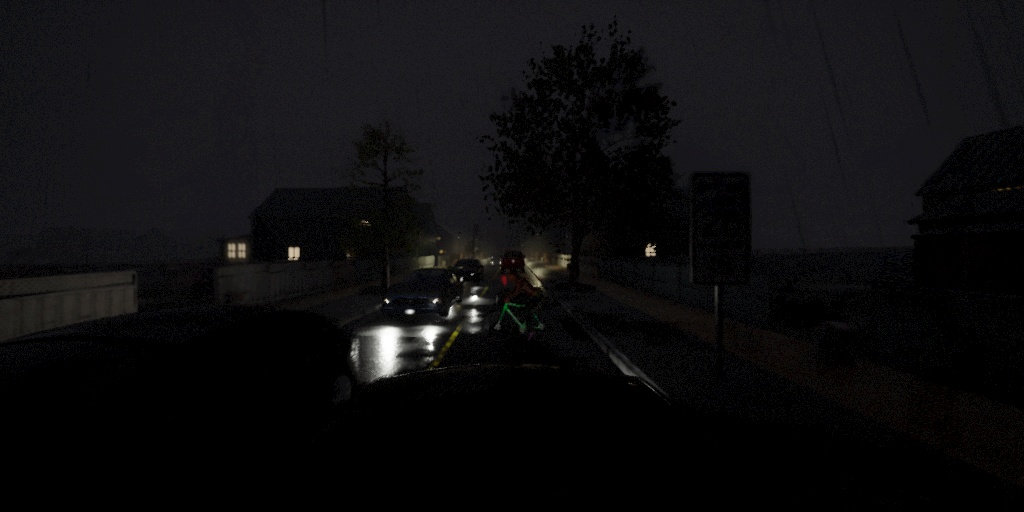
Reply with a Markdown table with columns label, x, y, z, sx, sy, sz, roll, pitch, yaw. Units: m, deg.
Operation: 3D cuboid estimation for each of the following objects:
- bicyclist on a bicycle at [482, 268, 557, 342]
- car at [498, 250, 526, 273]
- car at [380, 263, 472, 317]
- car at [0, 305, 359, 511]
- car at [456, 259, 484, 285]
| label | x | y | z | sx | sy | sz | roll | pitch | yaw |
| --- | --- | --- | --- | --- | --- | --- | --- | --- | --- |
| bicyclist on a bicycle | 0.166 | 1.091 | 7.850 | 1.656 | 1.620 | 0.582 | 0 | 1 | -1 |
| car | 0.093 | 0.499 | 33.553 | 2.150 | 2.045 | 5.566 | 0 | 0 | 0 |
| car | -2.846 | 1.139 | 12.694 | 2.033 | 1.411 | 5.357 | 0 | 1 | 0 |
| car | -2.849 | 1.243 | 2.687 | 1.837 | 1.490 | 4.892 | 0 | 1 | 0 |
| car | -2.837 | 0.945 | 22.955 | 1.837 | 1.490 | 4.892 | 0 | 1 | 1 |
